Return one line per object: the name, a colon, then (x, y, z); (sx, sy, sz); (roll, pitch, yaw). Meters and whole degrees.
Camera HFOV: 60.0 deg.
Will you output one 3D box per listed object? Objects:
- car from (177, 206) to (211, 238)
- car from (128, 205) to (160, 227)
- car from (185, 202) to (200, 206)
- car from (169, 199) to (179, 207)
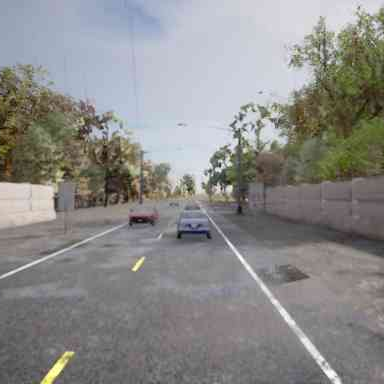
car: (0.103, 1.741, 19.086); (2.033, 1.411, 5.357); (0, 0, 0)
car: (-3.596, 1.735, 25.566); (1.882, 1.535, 5.008); (1, -1, 0)
car: (0.087, 1.980, 42.490); (1.994, 1.385, 4.181); (0, 0, 0)
car: (-3.493, 2.141, 66.000); (2.033, 1.411, 5.357); (0, 0, 0)
